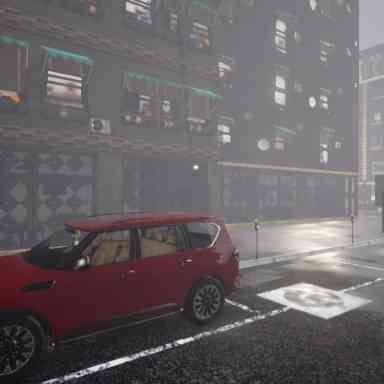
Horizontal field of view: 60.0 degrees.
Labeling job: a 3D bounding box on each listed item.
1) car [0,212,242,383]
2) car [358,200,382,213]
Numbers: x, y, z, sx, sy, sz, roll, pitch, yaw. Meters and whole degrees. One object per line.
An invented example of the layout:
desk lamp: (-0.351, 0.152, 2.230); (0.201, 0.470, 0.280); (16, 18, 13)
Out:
car: (-1.383, 1.316, 5.569); (5.009, 1.841, 2.192); (0, 1, -36)
car: (20.139, 1.538, 37.349); (1.887, 1.381, 4.507); (1, 0, -36)
